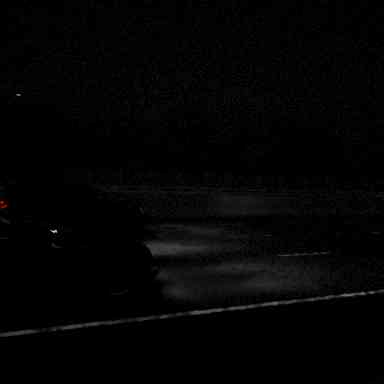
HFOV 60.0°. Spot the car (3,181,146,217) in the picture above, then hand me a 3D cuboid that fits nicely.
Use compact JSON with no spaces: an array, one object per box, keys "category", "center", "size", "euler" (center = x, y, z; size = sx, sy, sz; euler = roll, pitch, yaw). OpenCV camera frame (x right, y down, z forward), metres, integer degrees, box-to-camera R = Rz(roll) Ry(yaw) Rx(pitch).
[{"category":"car","center":[-4.634,0.627,13.315],"size":[5.566,2.045,2.150],"euler":[1,2,-20]}]

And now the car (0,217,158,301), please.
[{"category":"car","center":[-3.090,1.318,6.452],"size":[4.718,1.301,1.895],"euler":[1,2,-20]}]

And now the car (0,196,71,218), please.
[{"category":"car","center":[-6.001,1.011,9.096],"size":[4.902,1.511,2.128],"euler":[1,2,-20]}]
